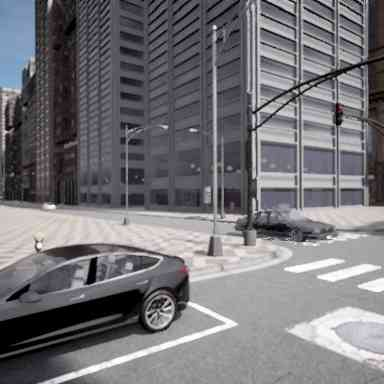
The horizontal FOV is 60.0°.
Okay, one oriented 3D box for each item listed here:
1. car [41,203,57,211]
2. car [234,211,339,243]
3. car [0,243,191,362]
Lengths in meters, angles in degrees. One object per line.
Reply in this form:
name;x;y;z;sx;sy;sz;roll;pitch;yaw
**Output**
car;-25.649;2.680;59.494;1.812;1.442;4.674;0;-1;-35
car;4.490;1.661;16.827;2.033;1.411;5.357;-1;-1;-35
car;-2.014;1.558;5.212;4.313;1.339;1.947;0;0;-36
